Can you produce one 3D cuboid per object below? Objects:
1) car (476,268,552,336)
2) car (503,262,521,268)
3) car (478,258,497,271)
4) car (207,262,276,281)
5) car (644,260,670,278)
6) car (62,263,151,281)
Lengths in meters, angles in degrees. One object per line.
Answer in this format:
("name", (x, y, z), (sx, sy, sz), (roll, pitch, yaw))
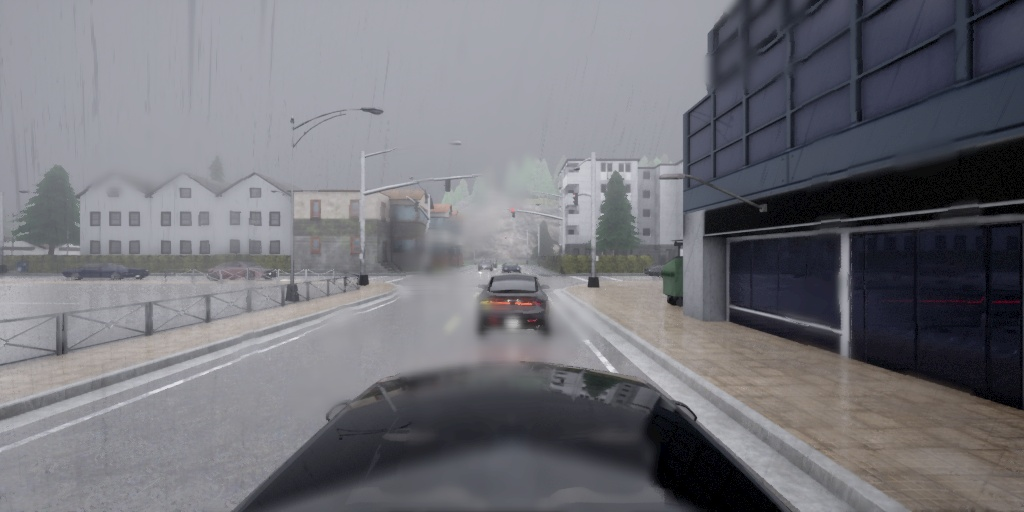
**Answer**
("car", (0.069, 1.255, 10.365), (1.837, 1.490, 4.892), (0, 0, 1))
("car", (-0.070, 1.352, 39.775), (1.895, 1.301, 4.718), (0, 0, -2))
("car", (-3.509, 1.241, 48.334), (2.128, 1.511, 4.902), (0, 0, 0))
("car", (-19.885, 1.138, 26.526), (4.181, 1.385, 1.994), (0, 0, 0))
("car", (13.662, 1.078, 30.082), (4.892, 1.490, 1.837), (0, 0, 0))
("car", (-29.907, 1.174, 26.574), (4.718, 1.301, 1.895), (0, 0, 0))
